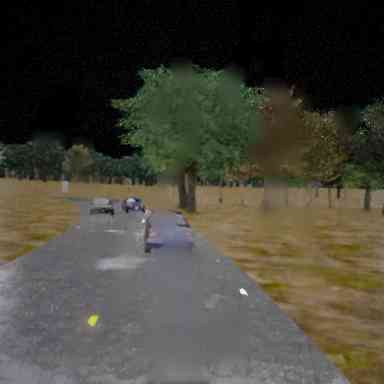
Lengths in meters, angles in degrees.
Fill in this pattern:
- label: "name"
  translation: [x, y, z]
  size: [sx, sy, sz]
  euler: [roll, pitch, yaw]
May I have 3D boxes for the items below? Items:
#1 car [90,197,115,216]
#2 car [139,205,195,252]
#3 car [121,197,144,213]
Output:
- label: "car"
  translation: [-7.902, 1.224, 29.195]
  size: [1.882, 1.535, 5.008]
  euler: [1, 1, -17]
- label: "car"
  translation: [-1.067, 1.513, 13.775]
  size: [2.033, 1.411, 5.357]
  euler: [1, 0, -8]
- label: "car"
  translation: [-5.895, 1.260, 33.177]
  size: [1.812, 1.442, 4.674]
  euler: [1, 1, -19]
